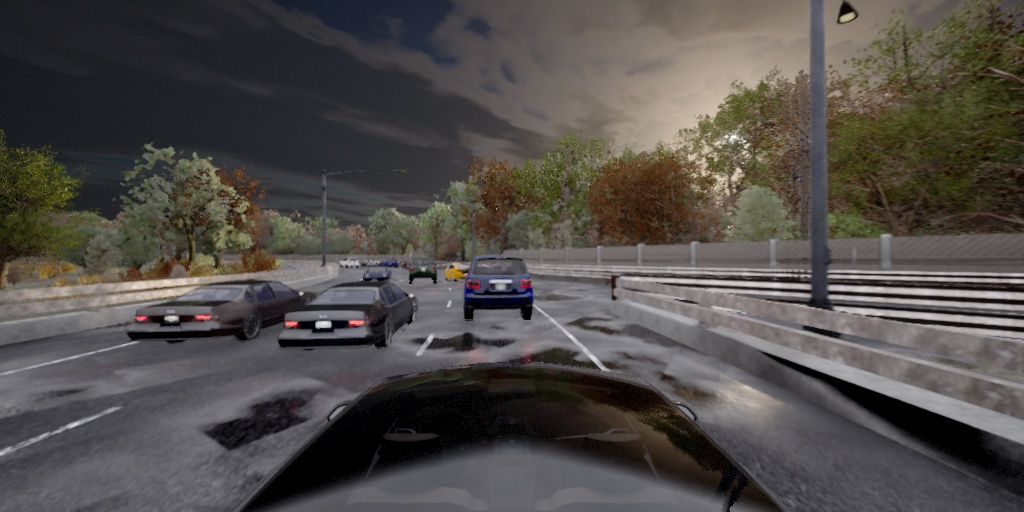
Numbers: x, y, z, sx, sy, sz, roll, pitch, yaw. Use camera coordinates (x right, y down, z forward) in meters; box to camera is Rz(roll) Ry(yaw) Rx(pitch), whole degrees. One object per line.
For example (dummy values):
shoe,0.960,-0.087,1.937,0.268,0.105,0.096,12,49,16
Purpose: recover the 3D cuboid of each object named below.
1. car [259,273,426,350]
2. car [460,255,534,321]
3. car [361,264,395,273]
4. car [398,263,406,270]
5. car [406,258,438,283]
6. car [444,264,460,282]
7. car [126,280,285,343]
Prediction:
car,-3.748,1.352,9.240,2.033,1.411,5.357,0,0,-5
car,-0.630,1.027,12.987,2.150,2.045,5.566,0,-1,-7
car,-10.899,1.539,29.351,1.895,1.301,4.718,0,0,-15
car,-17.544,1.694,61.329,1.994,1.385,4.181,0,0,-32
car,-7.403,1.147,29.839,2.150,2.045,5.566,0,0,-14
car,-4.648,1.399,31.556,1.882,1.535,5.008,-2,0,-23
car,-7.321,1.370,9.947,2.033,1.411,5.357,0,0,-6
